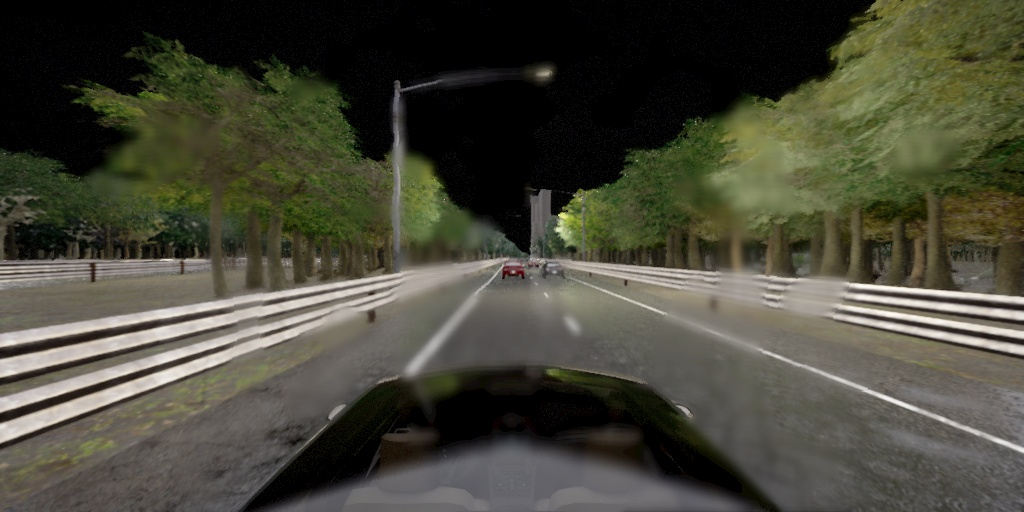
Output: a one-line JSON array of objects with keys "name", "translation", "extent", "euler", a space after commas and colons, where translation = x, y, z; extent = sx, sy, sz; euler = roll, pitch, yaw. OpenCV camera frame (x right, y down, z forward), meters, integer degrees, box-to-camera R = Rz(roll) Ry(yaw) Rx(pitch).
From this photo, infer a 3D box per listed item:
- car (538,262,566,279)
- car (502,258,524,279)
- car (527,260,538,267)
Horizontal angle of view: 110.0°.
[{"name": "car", "translation": [3.611, 1.251, 32.010], "extent": [1.812, 1.442, 4.674], "euler": [0, 0, 0]}, {"name": "car", "translation": [0.110, 1.202, 32.757], "extent": [1.882, 1.535, 5.008], "euler": [0, 0, 0]}, {"name": "car", "translation": [3.617, 1.331, 61.814], "extent": [1.895, 1.301, 4.718], "euler": [0, 0, 0]}]
